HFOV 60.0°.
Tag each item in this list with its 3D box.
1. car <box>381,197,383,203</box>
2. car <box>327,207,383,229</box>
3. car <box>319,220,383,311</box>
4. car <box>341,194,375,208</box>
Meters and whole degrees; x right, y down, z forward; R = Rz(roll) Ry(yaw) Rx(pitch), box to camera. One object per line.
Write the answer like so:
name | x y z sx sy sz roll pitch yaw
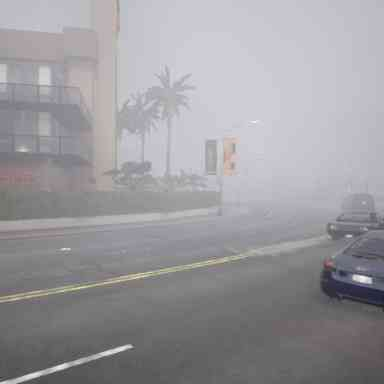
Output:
car | 36.845 1.226 67.530 2.185 1.767 4.553 0 0 -11
car | 8.141 1.594 15.902 1.895 1.301 4.718 0 0 40
car | 4.621 1.562 7.396 4.181 1.385 1.994 0 0 -41
car | 17.220 1.206 34.706 2.150 2.045 5.566 0 0 12
